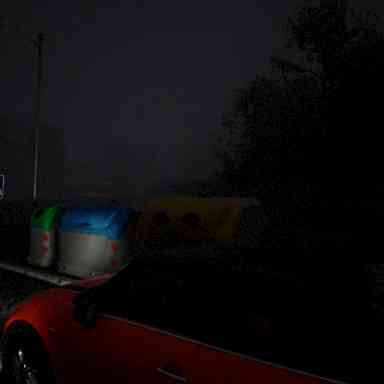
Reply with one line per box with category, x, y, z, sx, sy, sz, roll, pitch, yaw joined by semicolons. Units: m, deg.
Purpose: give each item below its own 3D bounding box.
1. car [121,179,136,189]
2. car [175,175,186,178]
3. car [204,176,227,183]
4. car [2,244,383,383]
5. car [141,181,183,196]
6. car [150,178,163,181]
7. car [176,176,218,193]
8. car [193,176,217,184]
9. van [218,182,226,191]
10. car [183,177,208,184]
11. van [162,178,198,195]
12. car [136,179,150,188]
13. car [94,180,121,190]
car;-13.466;-1.441;62.233;4.792;1.488;2.163;2;5;33
car;-4.082;-2.185;69.330;5.008;1.535;2.097;2;5;33
car;5.342;-2.863;76.333;4.792;1.488;2.163;2;5;33
car;0.000;1.352;3.459;4.553;1.767;2.097;0;0;36
car;-4.348;-0.224;47.931;5.008;1.535;2.097;4;7;35
car;-8.813;-1.799;65.803;4.792;1.488;2.163;2;6;33
car;0.531;-0.826;51.350;5.566;2.045;2.435;4;7;35
car;2.963;-2.717;74.602;5.008;1.535;2.097;2;5;33
van;2.912;-0.982;53.121;4.442;1.987;1.878;4;7;35
car;0.776;-2.537;72.740;5.366;1.575;1.946;2;5;33
van;-1.796;-0.617;49.558;4.442;1.987;1.878;4;7;35
car;-11.119;-1.773;63.986;4.553;1.767;2.185;2;6;33
car;-15.844;-1.252;60.475;4.674;1.452;2.002;2;5;33
